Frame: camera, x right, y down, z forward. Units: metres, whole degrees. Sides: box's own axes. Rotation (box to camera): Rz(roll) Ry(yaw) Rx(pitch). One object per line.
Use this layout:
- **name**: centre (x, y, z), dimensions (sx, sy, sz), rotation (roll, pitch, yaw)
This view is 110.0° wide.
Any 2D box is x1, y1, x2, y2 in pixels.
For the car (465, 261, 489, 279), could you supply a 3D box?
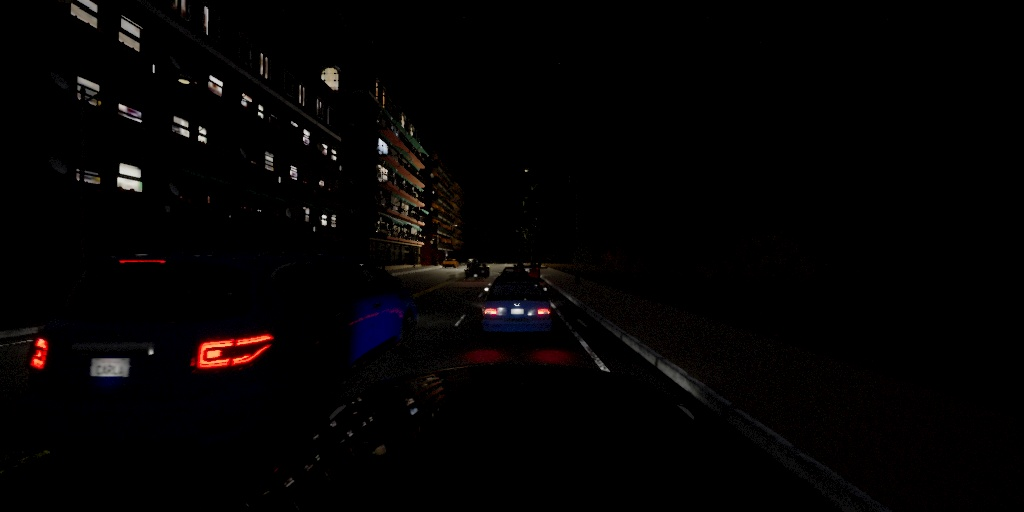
- **car**: centre (-3.093, 1.354, 32.853), dimensions (1.895, 1.301, 4.718), rotation (0, 0, 0)

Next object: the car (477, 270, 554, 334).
- **car**: centre (0.118, 1.299, 10.589), dimensions (2.033, 1.411, 5.357), rotation (0, 0, 0)

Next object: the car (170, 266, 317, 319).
- **car**: centre (-9.828, 1.229, 13.809), dimensions (1.882, 1.535, 5.008), rotation (0, 0, 0)

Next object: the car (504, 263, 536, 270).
- **car**: centre (0.129, 1.317, 20.922), dimensions (1.994, 1.385, 4.181), rotation (0, 0, 1)

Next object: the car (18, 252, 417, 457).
- **car**: centre (-3.144, 0.972, 5.492), dimensions (2.150, 2.045, 5.566), rotation (0, 0, 0)

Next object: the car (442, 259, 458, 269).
- **car**: centre (-9.733, 1.229, 56.870), dimensions (1.882, 1.535, 5.008), rotation (0, 0, 0)

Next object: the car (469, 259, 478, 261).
- **car**: centre (-6.470, 1.243, 59.782), dimensions (2.128, 1.511, 4.902), rotation (0, 0, 0)

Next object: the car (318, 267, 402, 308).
- **car**: centre (-6.575, 1.278, 16.172), dimensions (1.812, 1.442, 4.674), rotation (0, 0, 0)

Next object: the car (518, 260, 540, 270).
- **car**: centre (1.190, 1.104, 29.857), dimensions (2.097, 1.767, 4.553), rotation (0, 0, 0)
